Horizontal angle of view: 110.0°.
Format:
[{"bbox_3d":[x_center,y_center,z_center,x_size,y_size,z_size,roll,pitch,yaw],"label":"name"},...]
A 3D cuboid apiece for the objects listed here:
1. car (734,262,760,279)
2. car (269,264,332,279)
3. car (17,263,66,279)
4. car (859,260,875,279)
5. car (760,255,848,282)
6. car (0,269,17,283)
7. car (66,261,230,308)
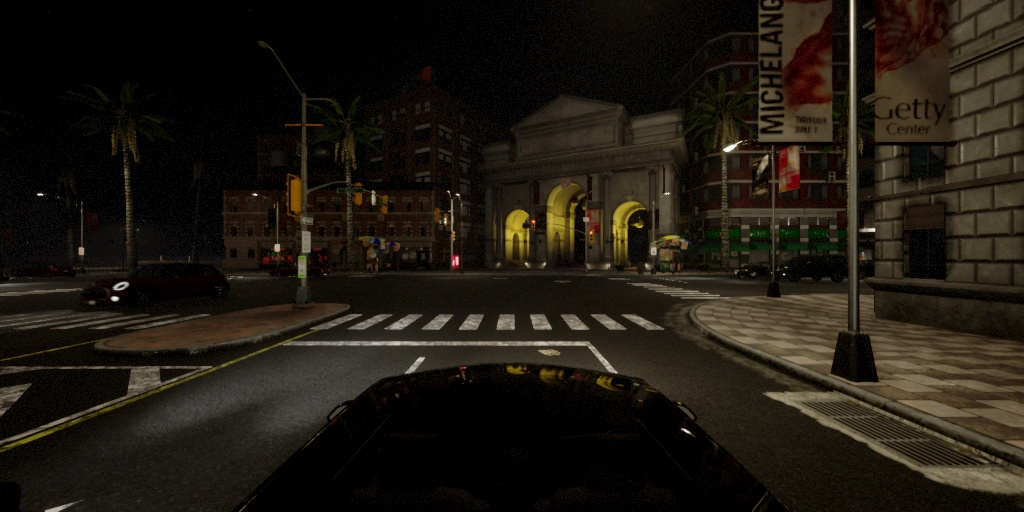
[{"bbox_3d":[22.309,1.242,31.753,4.902,1.511,2.128,0,0,0],"label":"car"},{"bbox_3d":[-18.897,1.351,32.032,4.718,1.301,1.895,0,0,0],"label":"car"},{"bbox_3d":[-42.044,1.314,32.179,4.181,1.385,1.994,0,0,0],"label":"car"},{"bbox_3d":[31.286,1.102,31.589,4.553,1.767,2.097,0,0,2],"label":"car"},{"bbox_3d":[23.285,0.971,28.257,5.566,2.045,2.150,0,0,0],"label":"car"},{"bbox_3d":[-38.680,1.298,24.964,5.357,1.411,2.033,0,0,0],"label":"car"},{"bbox_3d":[-14.757,1.102,15.161,2.097,1.767,4.553,0,0,12],"label":"car"}]
